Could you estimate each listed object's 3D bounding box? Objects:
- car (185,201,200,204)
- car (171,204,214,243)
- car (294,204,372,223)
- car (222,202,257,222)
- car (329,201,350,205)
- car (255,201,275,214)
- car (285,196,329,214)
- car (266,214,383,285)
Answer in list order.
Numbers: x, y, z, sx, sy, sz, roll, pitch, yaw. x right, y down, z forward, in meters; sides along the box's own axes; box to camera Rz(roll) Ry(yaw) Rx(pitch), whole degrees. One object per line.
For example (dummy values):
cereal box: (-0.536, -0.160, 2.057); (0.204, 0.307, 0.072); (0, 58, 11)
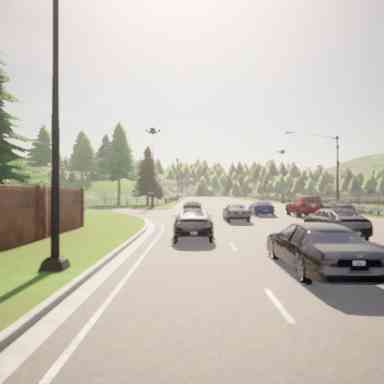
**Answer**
car: (0.068, 1.631, 34.109); (1.882, 1.535, 5.008); (0, 0, 0)
car: (0.017, 1.567, 16.679); (2.128, 1.511, 4.902); (0, 0, -2)
car: (7.085, 1.567, 16.677); (2.128, 1.511, 4.902); (0, 0, 0)
car: (3.575, 1.670, 27.198); (2.033, 1.411, 5.357); (0, 0, 0)
car: (14.070, 1.638, 32.506); (2.128, 1.511, 4.902); (0, 0, 0)
car: (7.069, 1.631, 34.120); (1.882, 1.535, 5.008); (0, 0, 0)
car: (10.572, 1.364, 31.588); (2.150, 2.045, 5.566); (0, 0, 0)
car: (3.592, 1.592, 9.667); (2.033, 1.411, 5.357); (0, 0, 0)
